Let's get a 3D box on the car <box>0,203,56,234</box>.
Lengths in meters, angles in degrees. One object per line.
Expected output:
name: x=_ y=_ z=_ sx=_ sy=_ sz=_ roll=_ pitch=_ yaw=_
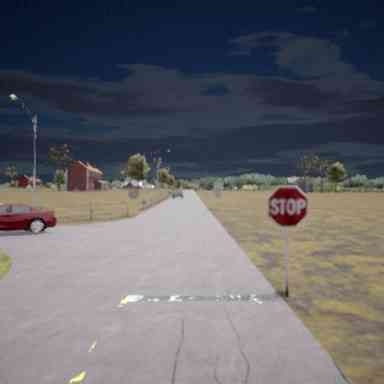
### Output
car: x=-9.292 y=1.275 z=16.143 sx=5.008 sy=1.535 sz=1.882 roll=2 pitch=-3 yaw=-39

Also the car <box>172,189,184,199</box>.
car: x=-2.909 y=0.410 z=69.195 sx=2.150 sy=2.045 sz=5.566 roll=0 pitch=1 yaw=0
